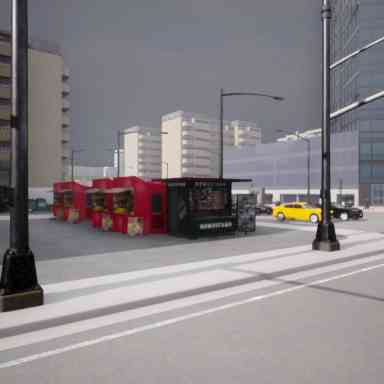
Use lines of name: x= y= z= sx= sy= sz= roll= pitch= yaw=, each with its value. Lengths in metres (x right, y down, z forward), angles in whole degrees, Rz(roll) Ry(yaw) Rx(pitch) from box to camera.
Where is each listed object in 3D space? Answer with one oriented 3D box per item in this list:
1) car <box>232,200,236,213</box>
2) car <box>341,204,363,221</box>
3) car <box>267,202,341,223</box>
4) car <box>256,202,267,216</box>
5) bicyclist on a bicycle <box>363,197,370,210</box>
car: x=3.073 y=1.455 z=34.884 sx=2.150 sy=2.045 sz=5.566 roll=0 pitch=-1 yaw=-36
car: x=12.001 y=1.587 z=28.535 sx=1.882 sy=1.535 sz=5.008 roll=0 pitch=-1 yaw=-36
car: x=8.898 y=1.589 z=26.818 sx=1.882 sy=1.535 sz=5.008 roll=0 pitch=-1 yaw=-38
car: x=6.716 y=1.778 z=35.814 sx=1.994 sy=1.385 sz=4.181 roll=0 pitch=-1 yaw=-36
bicyclist on a bicycle: x=22.251 y=1.466 z=42.463 sx=1.656 sy=1.620 sz=0.582 roll=0 pitch=0 yaw=-36
